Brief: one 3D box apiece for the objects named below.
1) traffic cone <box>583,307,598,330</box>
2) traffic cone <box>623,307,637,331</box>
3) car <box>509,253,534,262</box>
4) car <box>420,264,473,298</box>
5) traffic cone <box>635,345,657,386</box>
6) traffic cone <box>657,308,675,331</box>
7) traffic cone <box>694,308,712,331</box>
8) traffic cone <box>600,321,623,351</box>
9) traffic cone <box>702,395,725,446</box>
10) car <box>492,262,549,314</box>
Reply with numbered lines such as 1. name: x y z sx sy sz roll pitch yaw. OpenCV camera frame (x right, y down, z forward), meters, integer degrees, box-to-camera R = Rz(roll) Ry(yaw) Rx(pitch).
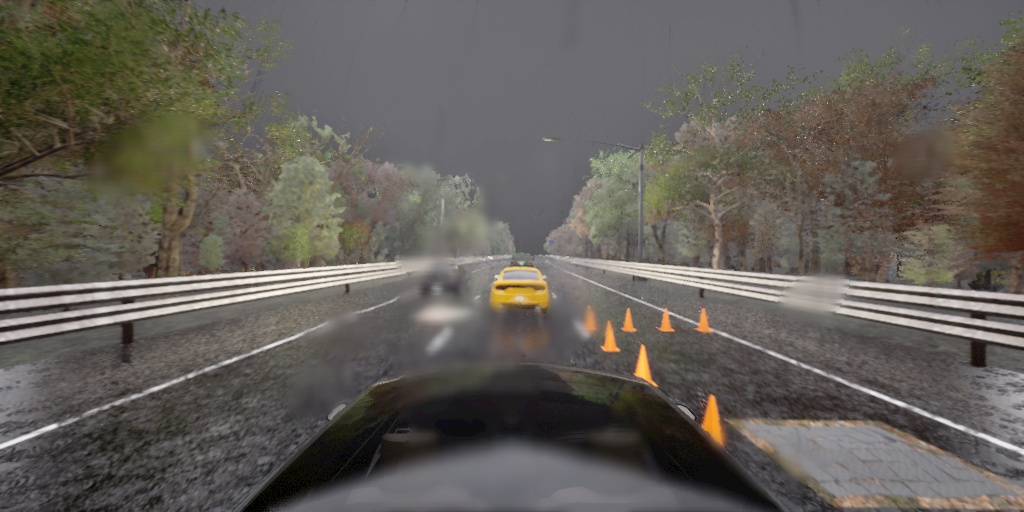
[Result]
1. traffic cone: 2.115 1.669 9.622 0.340 0.580 0.340 0 0 1
2. traffic cone: 3.115 1.675 9.606 0.340 0.580 0.340 0 0 1
3. car: 0.879 0.772 33.079 2.150 2.045 5.566 0 0 2
4. car: -3.084 1.136 17.537 1.837 1.490 4.892 0 0 1
5. traffic cone: 2.050 1.694 5.623 0.340 0.580 0.340 0 0 1
6. traffic cone: 4.114 1.681 9.590 0.340 0.580 0.340 0 0 1
7. traffic cone: 5.115 1.687 9.574 0.340 0.580 0.340 0 0 1
8. traffic cone: 2.083 1.681 7.623 0.340 0.580 0.340 0 0 1
9. traffic cone: 2.018 1.706 3.623 0.340 0.580 0.340 0 0 1
10. car: 0.321 1.155 13.579 1.882 1.535 5.008 0 0 1
